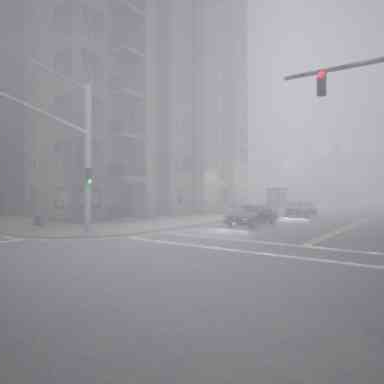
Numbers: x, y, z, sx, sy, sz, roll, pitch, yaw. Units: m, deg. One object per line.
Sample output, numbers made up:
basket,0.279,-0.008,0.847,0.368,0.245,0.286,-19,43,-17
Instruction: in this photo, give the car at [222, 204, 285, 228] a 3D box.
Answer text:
car,4.092,1.537,22.254,2.033,1.411,5.357,0,0,36

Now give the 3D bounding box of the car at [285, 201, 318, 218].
car,9.935,1.554,30.255,1.994,1.385,4.181,0,0,36
